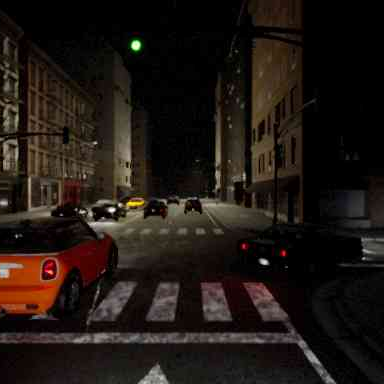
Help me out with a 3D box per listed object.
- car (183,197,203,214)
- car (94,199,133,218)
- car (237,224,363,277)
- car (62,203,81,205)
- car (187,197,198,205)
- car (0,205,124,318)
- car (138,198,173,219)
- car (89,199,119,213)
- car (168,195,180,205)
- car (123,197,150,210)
[{"bbox_3d":[0.114,1.506,35.938,1.837,1.490,4.892,0,0,0],"label":"car"},{"bbox_3d":[-6.584,1.550,27.323,2.033,1.411,5.357,0,0,0],"label":"car"},{"bbox_3d":[3.621,1.660,10.518,4.718,1.301,1.895,2,0,-42],"label":"car"},{"bbox_3d":[-9.837,1.566,26.926,1.994,1.385,4.181,0,0,0],"label":"car"},{"bbox_3d":[0.054,1.597,60.239,1.895,1.301,4.718,0,0,0],"label":"car"},{"bbox_3d":[-3.147,1.353,7.573,2.097,1.767,4.553,0,0,0],"label":"car"},{"bbox_3d":[-3.142,1.549,29.592,2.033,1.411,5.357,0,0,0],"label":"car"},{"bbox_3d":[-9.829,1.548,37.695,2.033,1.411,5.357,0,0,0],"label":"car"},{"bbox_3d":[-3.221,1.348,57.649,2.097,1.767,4.553,0,0,0],"label":"car"},{"bbox_3d":[-6.569,1.478,39.920,1.882,1.535,5.008,0,0,0],"label":"car"}]
